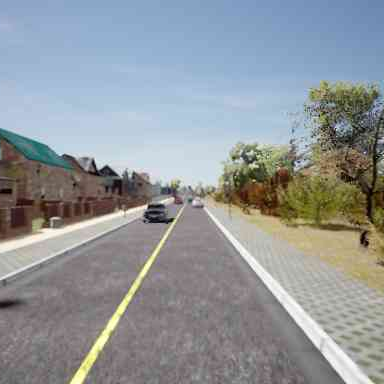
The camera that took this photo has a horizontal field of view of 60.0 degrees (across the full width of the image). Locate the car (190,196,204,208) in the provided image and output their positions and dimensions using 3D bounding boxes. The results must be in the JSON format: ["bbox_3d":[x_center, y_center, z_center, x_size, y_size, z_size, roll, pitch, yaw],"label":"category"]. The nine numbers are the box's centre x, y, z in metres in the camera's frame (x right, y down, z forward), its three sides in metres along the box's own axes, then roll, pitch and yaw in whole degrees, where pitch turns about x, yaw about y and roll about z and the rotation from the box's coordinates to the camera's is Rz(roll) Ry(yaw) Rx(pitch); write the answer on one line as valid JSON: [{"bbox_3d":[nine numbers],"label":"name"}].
[{"bbox_3d":[0.935,1.761,53.707,1.812,1.442,4.674,0,0,0],"label":"car"}]

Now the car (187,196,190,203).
[{"bbox_3d":[-0.036,1.665,73.126,2.033,1.411,5.357,0,0,0],"label":"car"}]

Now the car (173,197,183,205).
[{"bbox_3d":[-2.786,1.765,67.977,1.882,1.535,5.008,0,0,0],"label":"car"}]

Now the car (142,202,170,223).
[{"bbox_3d":[-2.859,1.630,27.070,1.837,1.490,4.892,0,0,0],"label":"car"}]

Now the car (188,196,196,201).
[{"bbox_3d":[-0.042,1.775,88.221,1.895,1.301,4.718,0,0,0],"label":"car"}]
